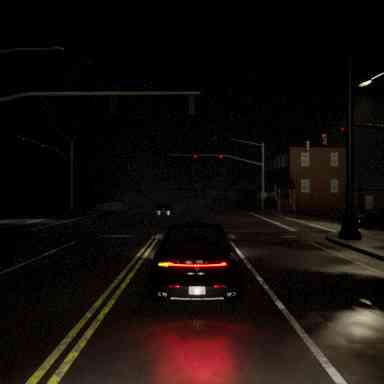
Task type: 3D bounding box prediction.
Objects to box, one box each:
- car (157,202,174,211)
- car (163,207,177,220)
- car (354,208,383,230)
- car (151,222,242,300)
[{"bbox_3d":[-3.668,2.055,45.633,2.033,1.411,5.357,0,-4,0],"label":"car"},{"bbox_3d":[-3.681,3.614,55.734,2.033,1.411,5.357,0,-12,0],"label":"car"},{"bbox_3d":[16.627,2.399,28.822,5.566,2.045,2.150,9,0,0],"label":"car"},{"bbox_3d":[0.087,1.505,8.336,1.837,1.490,4.892,0,0,0],"label":"car"}]
